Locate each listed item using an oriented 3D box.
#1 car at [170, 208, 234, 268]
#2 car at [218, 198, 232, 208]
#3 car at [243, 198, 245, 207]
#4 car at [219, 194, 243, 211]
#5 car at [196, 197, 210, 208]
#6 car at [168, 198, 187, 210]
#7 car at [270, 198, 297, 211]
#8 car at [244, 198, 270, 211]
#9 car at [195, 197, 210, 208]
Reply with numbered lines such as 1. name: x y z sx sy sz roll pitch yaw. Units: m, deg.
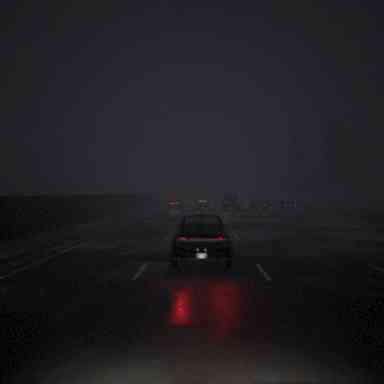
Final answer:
1. car: 0.334 1.514 11.361 2.128 1.511 4.902 0 0 2
2. car: 5.207 1.707 52.284 1.895 1.301 4.718 0 0 2
3. car: 8.704 1.638 52.137 1.812 1.442 4.674 0 0 2
4. car: 4.886 1.310 42.703 2.150 2.045 5.566 0 0 2
5. car: 1.708 1.592 52.371 2.128 1.511 4.902 0 0 2
6. car: -2.083 1.583 43.740 1.837 1.490 4.892 0 0 2
7. car: 11.881 1.647 42.438 2.033 1.411 5.357 0 0 2
8. car: 8.412 1.696 43.418 1.895 1.301 4.718 0 0 2
9. car: 1.402 1.684 43.236 1.895 1.301 4.718 0 0 2
